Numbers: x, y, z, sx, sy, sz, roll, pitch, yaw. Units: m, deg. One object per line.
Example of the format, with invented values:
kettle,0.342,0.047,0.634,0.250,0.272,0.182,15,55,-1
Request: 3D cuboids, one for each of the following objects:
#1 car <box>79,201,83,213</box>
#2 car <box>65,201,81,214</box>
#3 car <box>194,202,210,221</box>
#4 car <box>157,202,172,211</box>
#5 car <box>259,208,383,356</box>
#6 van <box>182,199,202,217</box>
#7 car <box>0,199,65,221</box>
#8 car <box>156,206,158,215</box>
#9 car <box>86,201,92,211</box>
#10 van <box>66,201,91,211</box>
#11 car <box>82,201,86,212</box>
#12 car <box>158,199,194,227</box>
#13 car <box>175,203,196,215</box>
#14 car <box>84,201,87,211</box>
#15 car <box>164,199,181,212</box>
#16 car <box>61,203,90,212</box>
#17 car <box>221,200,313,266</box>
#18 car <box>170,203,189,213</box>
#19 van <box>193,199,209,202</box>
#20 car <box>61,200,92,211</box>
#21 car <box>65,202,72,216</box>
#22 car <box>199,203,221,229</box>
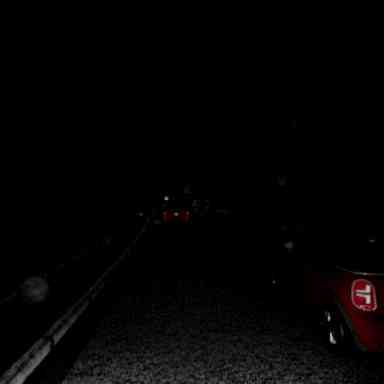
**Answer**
car,-17.939,2.382,45.559,4.792,1.488,2.163,0,-2,-10
car,-17.406,2.269,42.881,4.892,1.521,2.231,0,-2,-10
car,1.355,1.819,28.414,2.002,1.452,4.674,0,-1,-6
car,-5.439,2.833,65.819,2.128,1.511,4.902,0,-2,-14
car,2.911,1.367,6.280,2.185,1.767,4.553,0,0,-1
van,-0.073,1.835,39.534,1.878,1.987,4.442,0,-2,-8
car,-15.664,1.683,31.977,5.566,2.045,2.435,0,-1,-7
car,-3.616,2.176,42.887,1.882,1.535,5.008,0,-2,-9
car,-19.386,2.591,53.620,5.366,1.575,1.946,0,-2,-12
van,-22.725,2.726,66.743,4.442,1.987,1.878,0,-1,-15
car,-18.407,2.465,48.246,4.792,1.488,2.163,0,-2,-11
car,-1.288,1.594,25.100,2.097,1.767,4.553,0,-1,-6
car,-0.934,2.253,44.917,2.163,1.488,4.792,0,-2,-9
car,-18.991,2.556,50.913,4.674,1.452,2.002,0,-2,-12
car,-3.410,2.316,57.058,2.150,2.045,5.566,0,-2,-12
car,-21.408,2.844,61.426,4.792,1.488,2.163,0,-2,-14
car,2.703,1.279,11.887,2.435,2.045,5.566,0,0,-2
car,-1.922,2.385,50.319,2.097,1.535,5.008,0,-2,-10
van,0.702,1.684,34.052,1.878,1.987,4.442,0,-1,-7
car,-22.155,2.634,64.056,5.566,2.045,2.435,0,-1,-15
car,-16.451,2.121,37.376,4.792,1.488,2.163,0,-2,-8
car,1.911,1.714,22.900,2.002,1.452,4.674,0,-1,-5
